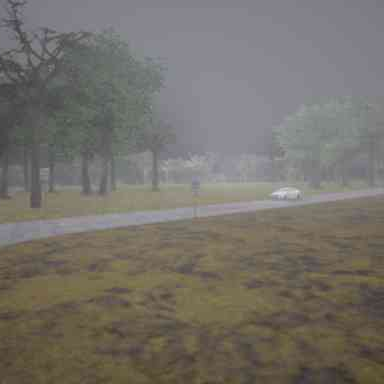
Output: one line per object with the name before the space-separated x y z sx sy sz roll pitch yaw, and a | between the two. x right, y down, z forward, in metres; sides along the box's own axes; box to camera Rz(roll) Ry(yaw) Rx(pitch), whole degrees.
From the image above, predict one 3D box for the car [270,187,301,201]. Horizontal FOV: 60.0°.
car | 10.862 0.189 38.393 4.674 1.442 1.812 -3 3 -43
